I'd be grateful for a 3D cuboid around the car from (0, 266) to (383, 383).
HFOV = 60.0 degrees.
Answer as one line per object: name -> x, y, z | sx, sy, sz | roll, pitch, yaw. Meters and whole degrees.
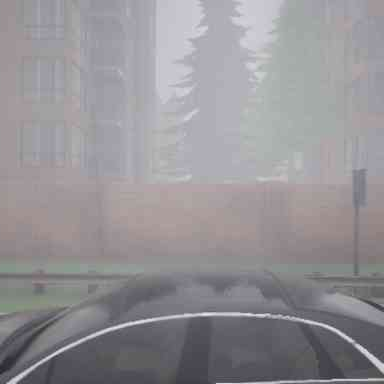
car -> -0.192, 1.488, 2.834 | 4.892, 1.490, 1.837 | 0, 0, 1
